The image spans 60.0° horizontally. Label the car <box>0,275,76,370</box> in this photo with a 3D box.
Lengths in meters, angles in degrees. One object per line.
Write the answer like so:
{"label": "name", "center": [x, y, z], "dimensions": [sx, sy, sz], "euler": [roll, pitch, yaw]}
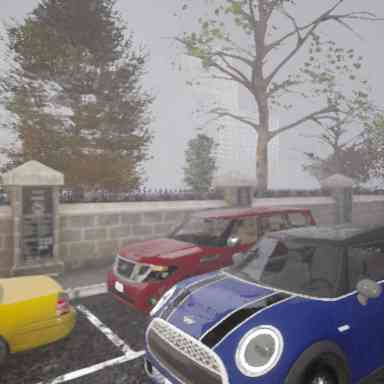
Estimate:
{"label": "car", "center": [-3.913, 1.535, 3.765], "dimensions": [4.829, 1.417, 1.752], "euler": [-1, 1, -35]}

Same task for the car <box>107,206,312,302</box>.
{"label": "car", "center": [0.808, 1.275, 7.132], "dimensions": [5.009, 1.841, 2.192], "euler": [-1, 0, -35]}

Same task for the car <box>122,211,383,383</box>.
{"label": "car", "center": [1.644, 1.318, 4.543], "dimensions": [4.553, 1.767, 2.097], "euler": [-1, 0, -35]}
